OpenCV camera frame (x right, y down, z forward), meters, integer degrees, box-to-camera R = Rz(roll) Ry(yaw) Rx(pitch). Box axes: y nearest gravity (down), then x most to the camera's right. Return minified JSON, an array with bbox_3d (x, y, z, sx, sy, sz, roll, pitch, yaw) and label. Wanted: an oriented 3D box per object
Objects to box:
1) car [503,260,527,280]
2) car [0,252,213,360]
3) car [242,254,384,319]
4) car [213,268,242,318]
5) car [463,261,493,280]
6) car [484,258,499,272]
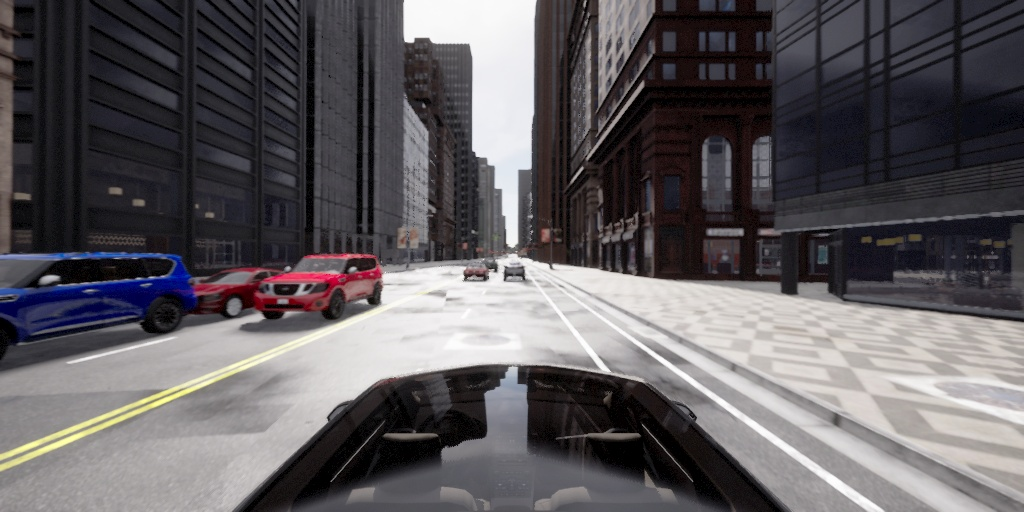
[{"bbox_3d":[0.223,1.254,31.134,2.128,1.511,4.902,0,0,1],"label":"car"},{"bbox_3d":[-9.825,0.926,7.594,2.150,2.045,5.566,0,0,0],"label":"car"},{"bbox_3d":[-6.447,0.939,12.888,2.150,2.045,5.566,0,0,0],"label":"car"},{"bbox_3d":[-9.697,1.187,12.986,1.882,1.535,5.008,0,0,0],"label":"car"},{"bbox_3d":[-3.027,1.347,31.187,1.895,1.301,4.718,0,0,1],"label":"car"},{"bbox_3d":[-2.923,1.123,48.028,2.097,1.767,4.553,0,0,1],"label":"car"}]
